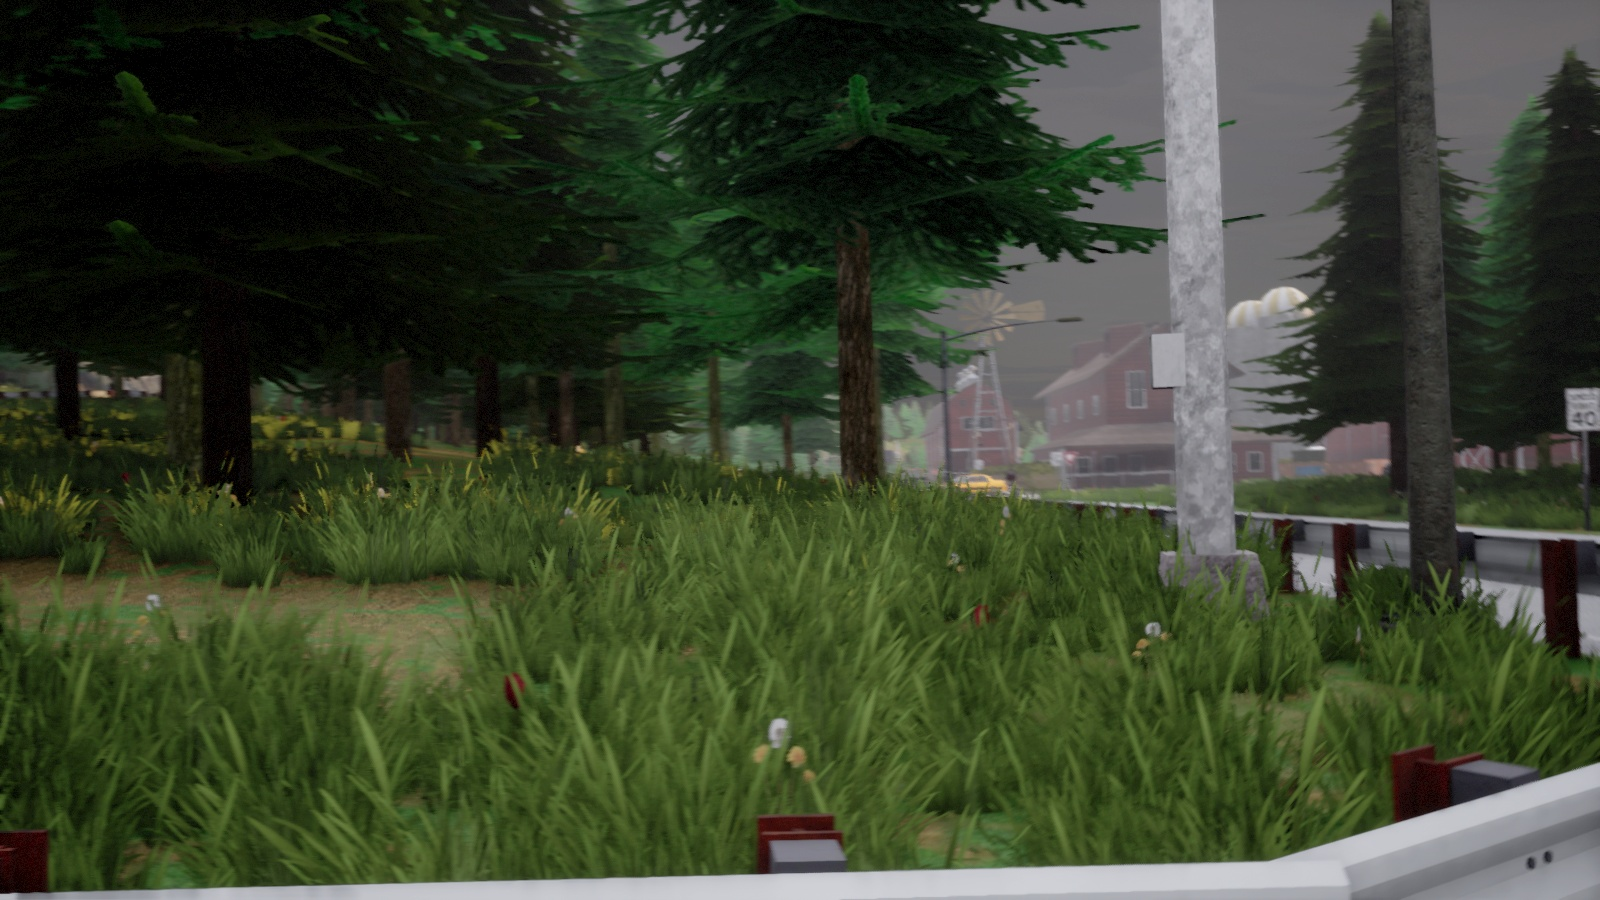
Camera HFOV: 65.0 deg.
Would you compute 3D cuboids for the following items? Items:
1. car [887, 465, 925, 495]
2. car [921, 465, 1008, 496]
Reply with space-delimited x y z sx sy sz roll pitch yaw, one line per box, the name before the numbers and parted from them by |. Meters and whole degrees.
car | 7.616 2.174 90.670 2.150 2.045 5.566 -3 -1 0
car | 10.145 1.859 77.275 5.366 1.575 1.801 -3 -1 -34
